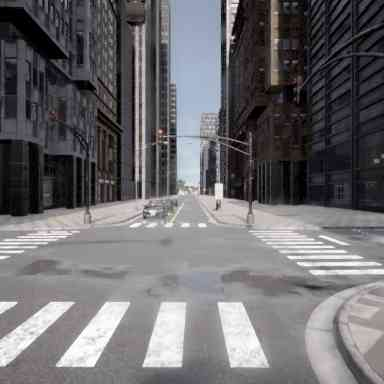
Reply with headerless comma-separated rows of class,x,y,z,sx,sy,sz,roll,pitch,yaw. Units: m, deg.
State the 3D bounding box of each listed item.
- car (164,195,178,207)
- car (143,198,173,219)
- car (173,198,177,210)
car,-3.210,1.586,51.805,1.994,1.385,4.181,0,0,0
car,-3.169,1.501,29.425,2.128,1.511,4.902,0,0,0
car,-3.196,1.579,39.491,1.994,1.385,4.181,0,0,-1
